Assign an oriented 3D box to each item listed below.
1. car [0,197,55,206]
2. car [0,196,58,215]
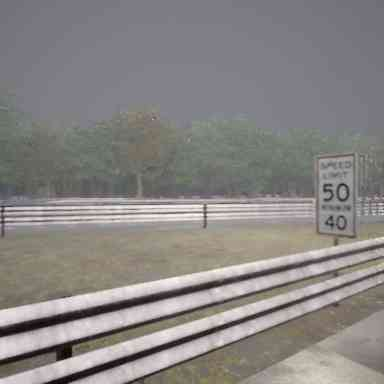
[{"bbox_3d":[-11.953,1.031,23.368,5.357,1.411,2.033,0,0,-22],"label":"car"},{"bbox_3d":[-13.279,1.018,26.607,4.674,1.442,1.812,0,0,-22],"label":"car"}]
